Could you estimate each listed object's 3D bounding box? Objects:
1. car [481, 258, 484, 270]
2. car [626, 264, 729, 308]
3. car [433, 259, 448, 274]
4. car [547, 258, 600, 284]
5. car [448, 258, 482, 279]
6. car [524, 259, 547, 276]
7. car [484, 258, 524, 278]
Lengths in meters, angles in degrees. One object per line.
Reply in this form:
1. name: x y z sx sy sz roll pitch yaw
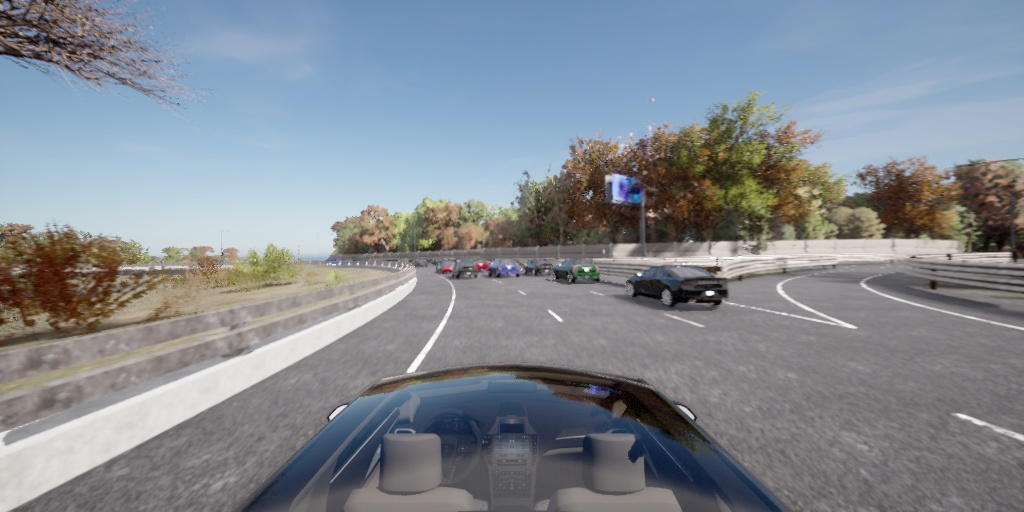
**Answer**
1. car: -4.358 1.012 42.989 2.097 1.767 4.553 -1 0 -23
2. car: 6.275 1.075 14.270 1.882 1.535 5.008 -1 0 -6
3. car: -7.488 1.289 41.420 1.994 1.385 4.181 -1 0 -23
4. car: 4.447 0.922 25.542 2.097 1.767 4.553 -1 0 -12
5. car: -4.278 1.208 32.268 1.837 1.490 4.892 -1 0 -16
6. car: 2.441 1.076 34.232 1.837 1.490 4.892 -1 0 -16
7. car: -0.805 0.989 32.815 2.097 1.767 4.553 -1 0 -16
